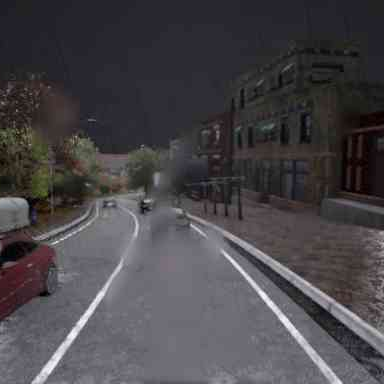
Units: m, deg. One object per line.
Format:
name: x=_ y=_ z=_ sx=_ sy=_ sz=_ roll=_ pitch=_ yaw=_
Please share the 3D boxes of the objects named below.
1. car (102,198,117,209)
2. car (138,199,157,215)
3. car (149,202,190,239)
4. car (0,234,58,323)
car: x=-11.871 y=1.620 z=48.066 sx=2.128 sy=1.511 sz=4.902 roll=-2 pitch=0 yaw=-15
car: x=-4.671 y=1.456 z=35.524 sx=1.882 sy=1.535 sz=5.008 roll=-2 pitch=0 yaw=-14
car: x=-1.199 y=1.478 z=17.423 sx=1.837 sy=1.490 sz=4.892 roll=-1 pitch=0 yaw=-7
car: x=-3.876 y=1.540 z=5.901 sx=1.812 sy=1.442 sz=4.674 roll=0 pitch=0 yaw=-3
